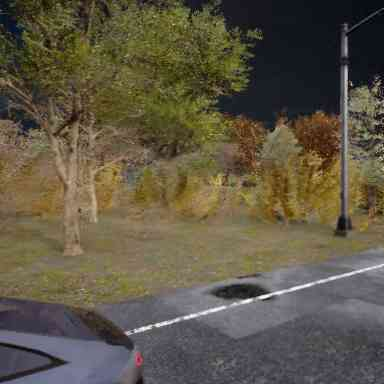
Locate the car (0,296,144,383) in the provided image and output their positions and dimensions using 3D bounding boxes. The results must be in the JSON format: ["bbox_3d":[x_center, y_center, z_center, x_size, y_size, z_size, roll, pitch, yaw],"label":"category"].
[{"bbox_3d":[-2.397,1.565,2.282,4.181,1.385,1.994,0,0,-35],"label":"car"}]
